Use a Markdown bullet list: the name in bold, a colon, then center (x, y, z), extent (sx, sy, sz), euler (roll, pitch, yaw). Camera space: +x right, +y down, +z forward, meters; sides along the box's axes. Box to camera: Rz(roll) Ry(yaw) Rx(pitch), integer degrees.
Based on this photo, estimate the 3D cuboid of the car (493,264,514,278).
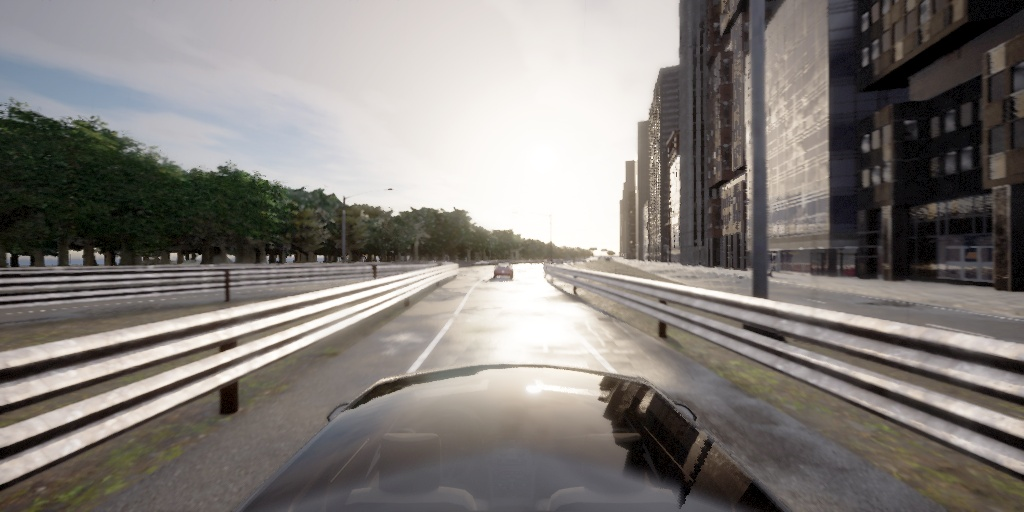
- **car**: center (-0.810, 1.477, 36.448), extent (1.994, 1.385, 4.181), euler (0, 0, 1)
